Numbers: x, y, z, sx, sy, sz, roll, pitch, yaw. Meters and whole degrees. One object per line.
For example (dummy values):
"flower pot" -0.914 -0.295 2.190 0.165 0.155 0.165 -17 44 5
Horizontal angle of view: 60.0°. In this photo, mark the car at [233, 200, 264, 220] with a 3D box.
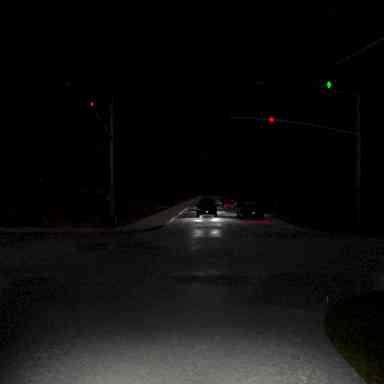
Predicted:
"car" 4.843 1.443 27.991 1.882 1.535 5.008 0 0 3

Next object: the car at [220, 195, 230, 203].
"car" 6.838 1.470 68.975 1.837 1.490 4.892 0 0 3

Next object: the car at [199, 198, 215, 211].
"car" 1.847 1.470 40.449 1.837 1.490 4.892 0 0 3

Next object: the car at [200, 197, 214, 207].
"car" 2.339 1.529 50.357 1.994 1.385 4.181 0 0 3

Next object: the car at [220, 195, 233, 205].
"car" 6.353 1.566 59.014 1.895 1.301 4.718 0 0 3

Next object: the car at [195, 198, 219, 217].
"car" 1.384 1.470 30.997 1.837 1.490 4.892 0 0 3
